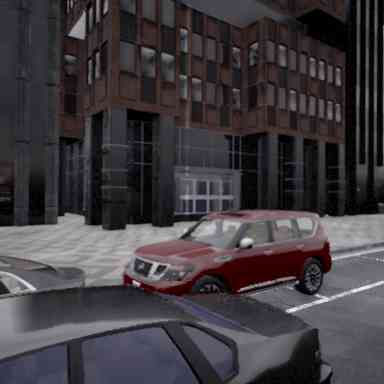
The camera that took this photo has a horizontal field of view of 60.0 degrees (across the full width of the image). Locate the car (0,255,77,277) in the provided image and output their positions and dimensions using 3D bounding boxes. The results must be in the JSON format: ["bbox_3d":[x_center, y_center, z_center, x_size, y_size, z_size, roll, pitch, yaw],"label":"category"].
[{"bbox_3d":[-3.514,1.549,4.140,4.403,1.369,2.008,1,0,-35],"label":"car"}]

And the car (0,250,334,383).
[{"bbox_3d":[-1.183,1.552,2.408,5.357,1.411,2.033,1,0,-35],"label":"car"}]

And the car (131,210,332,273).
[{"bbox_3d":[1.060,1.366,7.391,5.009,1.841,2.192,1,0,-35],"label":"car"}]
